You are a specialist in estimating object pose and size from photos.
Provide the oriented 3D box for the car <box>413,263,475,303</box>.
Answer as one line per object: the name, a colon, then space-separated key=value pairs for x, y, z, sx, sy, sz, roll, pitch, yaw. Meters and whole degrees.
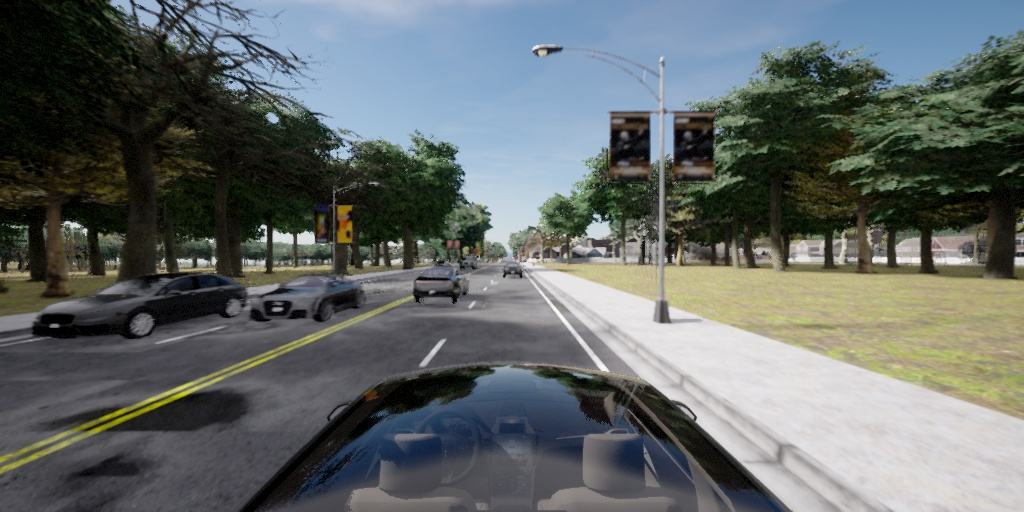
car: x=-3.165 y=1.248 z=16.606 sx=2.128 sy=1.511 sz=4.902 roll=0 pitch=0 yaw=0

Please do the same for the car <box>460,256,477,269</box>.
car: x=-6.613 y=1.068 z=54.422 sx=2.150 sy=2.045 sz=5.566 roll=0 pitch=0 yaw=0

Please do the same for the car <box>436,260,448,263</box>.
car: x=-9.872 y=1.359 z=50.572 sx=1.812 sy=1.442 sz=4.674 roll=0 pitch=0 yaw=0

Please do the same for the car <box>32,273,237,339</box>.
car: x=-9.858 y=1.257 z=10.151 sx=1.837 sy=1.490 sz=4.892 roll=0 pitch=0 yaw=0

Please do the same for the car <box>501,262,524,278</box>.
car: x=0.065 y=1.315 z=34.781 sx=1.812 sy=1.442 sz=4.674 roll=0 pitch=0 yaw=0

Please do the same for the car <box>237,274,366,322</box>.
car: x=-6.608 y=1.317 z=12.094 sx=1.994 sy=1.385 sz=4.181 roll=0 pitch=0 yaw=0
